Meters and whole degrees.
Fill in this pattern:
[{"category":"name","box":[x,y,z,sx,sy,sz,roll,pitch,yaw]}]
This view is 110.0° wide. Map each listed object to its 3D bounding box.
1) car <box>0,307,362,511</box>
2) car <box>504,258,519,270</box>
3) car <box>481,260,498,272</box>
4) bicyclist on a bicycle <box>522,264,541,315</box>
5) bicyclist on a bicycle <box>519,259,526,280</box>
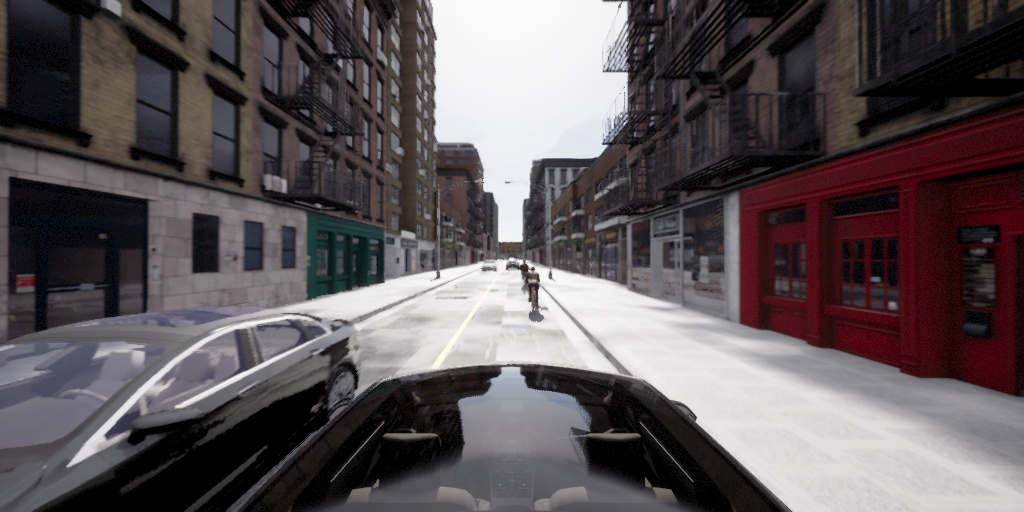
[{"category":"car","box":[-2.852,1.240,2.722,2.128,1.511,4.902,0,0,0]},{"category":"car","box":[0.079,1.271,52.091,1.895,1.301,4.718,0,0,0]},{"category":"car","box":[-2.845,1.209,45.539,1.812,1.442,4.674,0,0,0]},{"category":"bicyclist on a bicycle","box":[0.752,1.189,12.613,0.582,1.620,1.656,0,0,0]},{"category":"bicyclist on a bicycle","box":[0.749,1.093,22.238,0.659,1.776,1.843,0,0,0]}]
